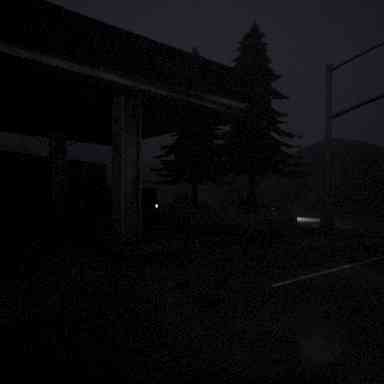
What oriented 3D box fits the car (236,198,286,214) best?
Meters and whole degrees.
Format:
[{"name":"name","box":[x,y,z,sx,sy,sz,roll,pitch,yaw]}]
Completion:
[{"name":"car","box":[5.359,1.174,25.961,1.994,1.385,4.181,-1,2,-35]}]

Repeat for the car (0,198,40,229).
[{"name":"car","box":[-10.384,1.156,19.388,2.242,1.667,4.611,-1,2,-36]}]

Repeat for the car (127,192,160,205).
[{"name":"car","box":[-6.233,0.729,42.243,2.033,1.411,5.357,-1,2,-35]}]

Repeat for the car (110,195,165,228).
[{"name":"car","box":[-3.253,1.030,19.213,1.905,1.878,3.866,-1,2,-36]}]

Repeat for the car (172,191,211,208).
[{"name":"car","box":[-0.073,0.762,33.585,2.097,1.767,4.553,-1,2,-36]}]
